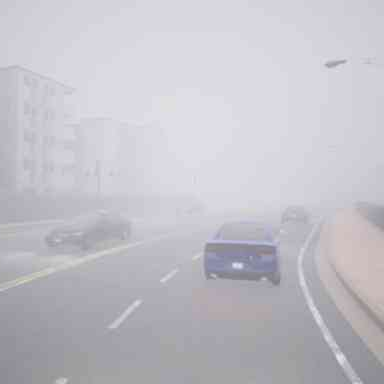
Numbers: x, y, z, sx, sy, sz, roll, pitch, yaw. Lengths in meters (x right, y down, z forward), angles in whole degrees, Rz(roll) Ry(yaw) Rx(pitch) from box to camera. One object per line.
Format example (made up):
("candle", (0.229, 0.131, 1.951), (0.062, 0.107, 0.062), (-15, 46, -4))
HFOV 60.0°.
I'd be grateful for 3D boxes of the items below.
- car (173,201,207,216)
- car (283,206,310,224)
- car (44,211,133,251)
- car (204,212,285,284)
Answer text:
("car", (-0.136, 1.584, 33.917), (1.895, 1.301, 4.718), (0, 0, 23))
("car", (8.415, 1.778, 26.900), (1.994, 1.385, 4.181), (0, 0, 23))
("car", (-4.306, 1.571, 14.690), (1.812, 1.442, 4.674), (0, 0, 19))
("car", (1.711, 1.546, 9.976), (1.882, 1.535, 5.008), (0, 0, 16))
